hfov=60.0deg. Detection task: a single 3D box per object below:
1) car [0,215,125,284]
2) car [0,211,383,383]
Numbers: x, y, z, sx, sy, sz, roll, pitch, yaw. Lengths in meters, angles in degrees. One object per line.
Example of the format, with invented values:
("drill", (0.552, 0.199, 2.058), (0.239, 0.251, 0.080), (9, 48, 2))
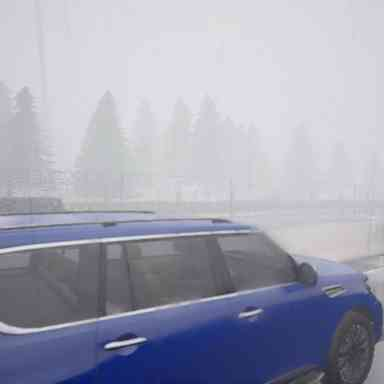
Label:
("car", (-4.552, 1.519, 9.342), (4.892, 1.490, 1.837), (1, 0, -35))
("car", (-0.189, 1.237, 3.611), (5.566, 2.045, 2.150), (1, 0, -35))
